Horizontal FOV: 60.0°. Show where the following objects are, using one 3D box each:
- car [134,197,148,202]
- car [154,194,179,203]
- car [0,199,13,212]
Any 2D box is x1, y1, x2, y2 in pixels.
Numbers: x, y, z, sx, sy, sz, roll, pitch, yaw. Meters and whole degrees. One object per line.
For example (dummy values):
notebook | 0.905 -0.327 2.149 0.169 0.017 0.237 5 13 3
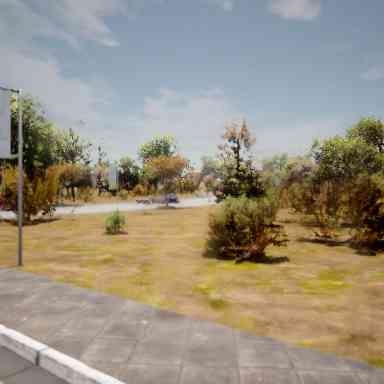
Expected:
car | -7.782 1.383 57.984 1.895 1.301 4.718 0 1 39
car | -4.243 1.114 56.807 2.097 1.767 4.553 0 1 39
car | -19.171 1.475 38.217 1.837 1.490 4.892 0 0 39
